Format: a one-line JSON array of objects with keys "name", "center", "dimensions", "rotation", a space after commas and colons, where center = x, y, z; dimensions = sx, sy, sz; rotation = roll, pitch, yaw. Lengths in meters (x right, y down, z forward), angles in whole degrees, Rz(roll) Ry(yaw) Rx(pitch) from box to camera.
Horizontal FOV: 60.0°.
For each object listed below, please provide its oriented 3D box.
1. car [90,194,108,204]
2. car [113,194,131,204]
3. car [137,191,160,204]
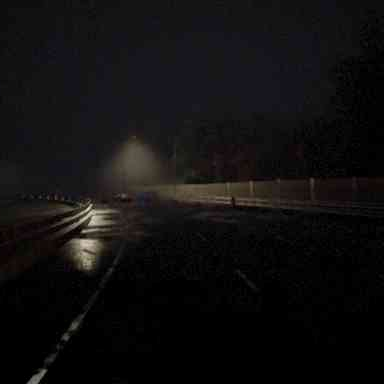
[{"name": "car", "center": [-14.846, 1.126, 53.000], "dimensions": [1.837, 1.490, 4.892], "rotation": [0, 0, -31]}, {"name": "car", "center": [-11.420, 1.098, 54.044], "dimensions": [2.128, 1.511, 4.902], "rotation": [0, 0, -30]}, {"name": "car", "center": [-7.039, 0.823, 53.569], "dimensions": [2.150, 2.045, 5.566], "rotation": [0, 0, -29]}]
